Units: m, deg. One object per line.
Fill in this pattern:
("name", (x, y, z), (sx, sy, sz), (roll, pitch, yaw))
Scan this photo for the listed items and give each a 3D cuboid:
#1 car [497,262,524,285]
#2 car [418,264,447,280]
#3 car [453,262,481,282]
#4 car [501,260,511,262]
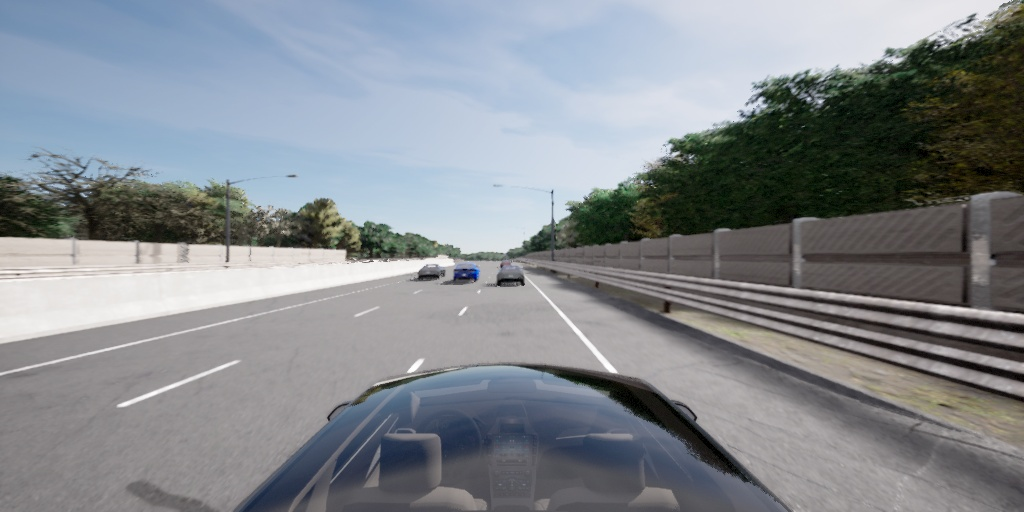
("car", (-0.123, 1.360, 26.914), (1.994, 1.385, 4.181), (0, 0, -1))
("car", (-7.247, 1.380, 32.778), (1.994, 1.385, 4.181), (0, 0, -1))
("car", (-3.669, 1.284, 29.596), (1.882, 1.535, 5.008), (0, 0, -1))
("car", (-1.034, 1.345, 64.689), (1.994, 1.385, 4.181), (-3, 1, -1))
